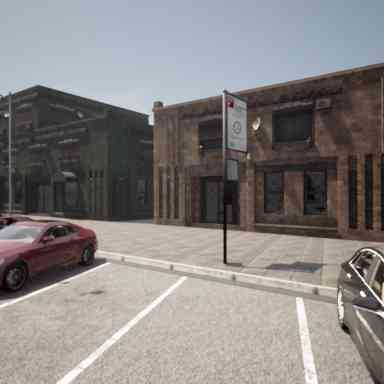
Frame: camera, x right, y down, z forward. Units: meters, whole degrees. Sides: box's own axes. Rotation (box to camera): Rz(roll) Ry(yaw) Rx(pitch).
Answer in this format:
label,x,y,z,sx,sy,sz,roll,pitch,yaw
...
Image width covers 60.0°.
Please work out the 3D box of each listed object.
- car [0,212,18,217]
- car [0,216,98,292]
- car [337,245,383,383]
label,x,y,z,sx,sy,sz,roll,pitch,yaw
car,-6.809,1.515,10.888,2.163,1.488,4.792,1,-1,16
car,-4.356,1.526,9.176,2.002,1.452,4.674,1,-1,15
car,2.984,1.487,3.967,2.231,1.521,4.892,1,-1,15
